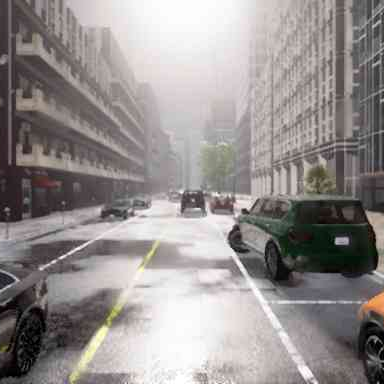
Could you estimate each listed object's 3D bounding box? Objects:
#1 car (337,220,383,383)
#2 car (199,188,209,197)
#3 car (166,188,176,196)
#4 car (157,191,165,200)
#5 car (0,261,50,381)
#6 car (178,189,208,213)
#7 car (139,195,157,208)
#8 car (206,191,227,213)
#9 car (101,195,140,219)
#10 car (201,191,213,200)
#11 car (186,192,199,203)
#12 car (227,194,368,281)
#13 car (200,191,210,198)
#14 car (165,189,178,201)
[{"bbox_3d":[2.988,1.316,2.107,2.097,1.767,4.553,0,1,0],"label":"car"},{"bbox_3d":[2.641,0.125,74.980,2.192,1.841,5.009,1,1,0],"label":"car"},{"bbox_3d":[-5.407,-0.049,86.353,2.192,1.841,5.009,1,1,0],"label":"car"},{"bbox_3d":[-5.250,0.601,57.957,1.752,1.417,4.829,1,1,0],"label":"car"},{"bbox_3d":[-2.851,1.447,2.607,2.128,1.511,4.902,0,1,0],"label":"car"},{"bbox_3d":[0.097,0.737,30.207,2.150,2.045,5.566,0,1,0],"label":"car"},{"bbox_3d":[-5.266,0.979,35.544,2.008,1.369,4.403,1,1,0],"label":"car"},{"bbox_3d":[2.587,0.960,29.770,1.967,1.590,4.097,1,1,0],"label":"car"},{"bbox_3d":[-5.306,1.175,24.252,1.947,1.339,4.313,1,1,0],"label":"car"},{"bbox_3d":[2.597,0.625,58.031,2.008,1.369,4.403,1,1,0],"label":"car"},{"bbox_3d":[0.106,0.730,48.456,1.837,1.490,4.892,0,1,0],"label":"car"},{"bbox_3d":[2.786,1.066,9.555,2.150,2.045,5.566,0,1,-7],"label":"car"},{"bbox_3d":[2.602,0.443,69.332,1.887,1.381,4.507,1,1,0],"label":"car"},{"bbox_3d":[-2.786,0.684,52.615,1.812,1.442,4.674,0,1,1],"label":"car"}]
